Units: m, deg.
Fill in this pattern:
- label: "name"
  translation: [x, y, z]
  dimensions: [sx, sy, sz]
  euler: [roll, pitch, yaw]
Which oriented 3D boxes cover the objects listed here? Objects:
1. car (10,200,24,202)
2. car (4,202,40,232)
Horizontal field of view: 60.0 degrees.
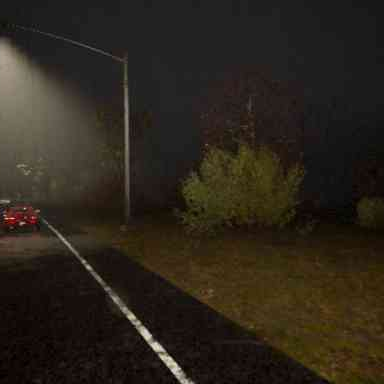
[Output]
- label: "car"
  translation: [-18.125, 1.589, 34.447]
  dimensions: [1.837, 1.490, 4.892]
  euler: [-1, 1, -29]
- label: "car"
  translation: [-10.503, 1.578, 20.556]
  dimensions: [1.812, 1.442, 4.674]
  euler: [-1, 0, -28]
